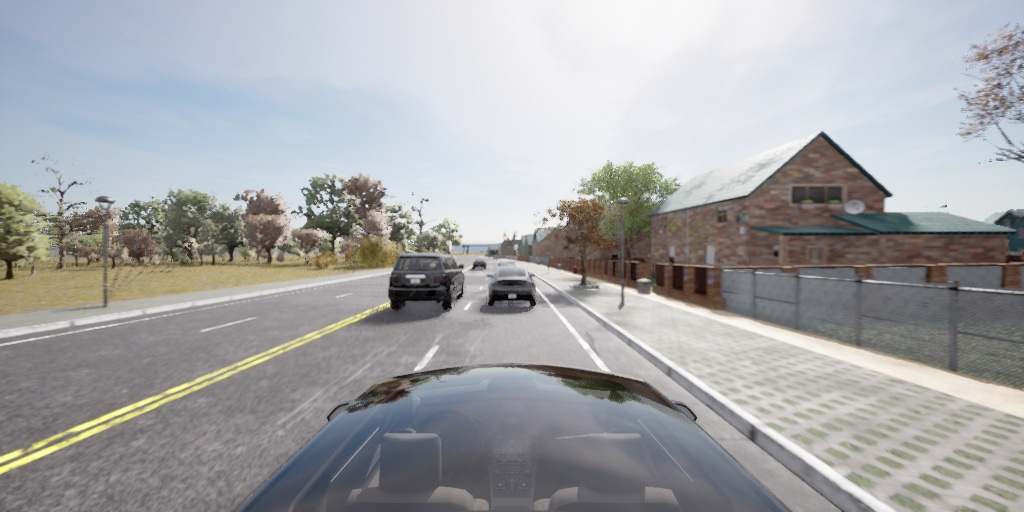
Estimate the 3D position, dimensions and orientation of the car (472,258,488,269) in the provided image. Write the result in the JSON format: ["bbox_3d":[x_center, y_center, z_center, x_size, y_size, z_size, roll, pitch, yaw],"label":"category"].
[{"bbox_3d":[-4.423,1.040,49.676,1.837,1.490,4.892,0,0,-3],"label":"car"}]

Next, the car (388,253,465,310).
[{"bbox_3d":[-3.242,0.917,14.556,2.150,2.045,5.566,0,0,-1],"label":"car"}]

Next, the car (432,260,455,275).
[{"bbox_3d":[-7.236,1.149,38.286,1.812,1.442,4.674,0,0,-2],"label":"car"}]

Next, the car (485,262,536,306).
[{"bbox_3d":[-0.021,1.192,15.460,1.837,1.490,4.892,0,1,-1],"label":"car"}]
